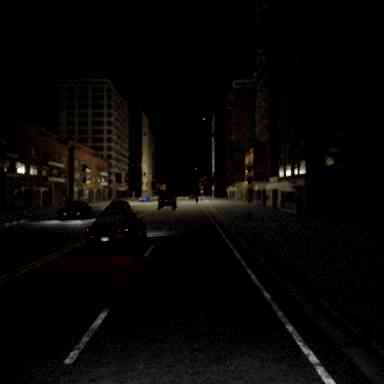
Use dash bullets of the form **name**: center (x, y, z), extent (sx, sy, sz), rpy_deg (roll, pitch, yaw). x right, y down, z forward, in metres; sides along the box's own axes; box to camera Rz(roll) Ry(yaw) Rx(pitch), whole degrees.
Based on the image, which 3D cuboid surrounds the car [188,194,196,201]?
- **car**: center (0.001, 1.425, 84.570), extent (2.128, 1.511, 4.902), rpy_deg (0, 0, 0)

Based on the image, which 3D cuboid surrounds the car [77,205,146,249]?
- **car**: center (-3.150, 1.520, 14.341), extent (1.812, 1.442, 4.674), rpy_deg (0, 0, 0)

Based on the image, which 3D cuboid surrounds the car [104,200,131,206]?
- **car**: center (-6.595, 1.494, 29.918), extent (1.837, 1.490, 4.892), rpy_deg (0, 0, 0)

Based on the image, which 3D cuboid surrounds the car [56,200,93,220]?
- **car**: center (-9.845, 1.495, 28.225), extent (1.837, 1.490, 4.892), rpy_deg (0, 0, 0)

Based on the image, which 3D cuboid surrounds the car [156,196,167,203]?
- **car**: center (-6.501, 1.513, 71.253), extent (1.994, 1.385, 4.181), rpy_deg (0, 0, 0)

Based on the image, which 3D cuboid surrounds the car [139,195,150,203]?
- **car**: center (-9.751, 1.453, 68.620), extent (1.882, 1.535, 5.008), rpy_deg (0, 0, 0)

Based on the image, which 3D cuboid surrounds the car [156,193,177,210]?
- **car**: center (-3.148, 1.207, 43.482), extent (2.150, 2.045, 5.566), rpy_deg (0, 0, 0)

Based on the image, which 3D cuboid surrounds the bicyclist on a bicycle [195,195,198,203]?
- **bicyclist on a bicycle**: center (0.894, 1.432, 66.473), extent (0.582, 1.620, 1.656), rpy_deg (0, 0, 0)

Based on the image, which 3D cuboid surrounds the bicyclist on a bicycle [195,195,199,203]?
- **bicyclist on a bicycle**: center (0.893, 1.419, 58.268), extent (0.866, 1.612, 1.509), rpy_deg (0, -1, 0)
